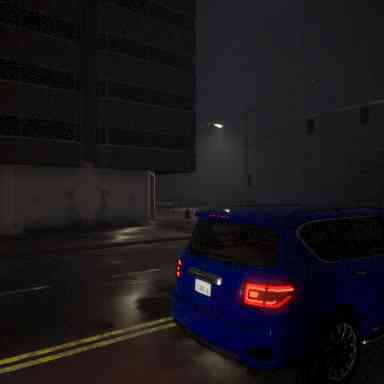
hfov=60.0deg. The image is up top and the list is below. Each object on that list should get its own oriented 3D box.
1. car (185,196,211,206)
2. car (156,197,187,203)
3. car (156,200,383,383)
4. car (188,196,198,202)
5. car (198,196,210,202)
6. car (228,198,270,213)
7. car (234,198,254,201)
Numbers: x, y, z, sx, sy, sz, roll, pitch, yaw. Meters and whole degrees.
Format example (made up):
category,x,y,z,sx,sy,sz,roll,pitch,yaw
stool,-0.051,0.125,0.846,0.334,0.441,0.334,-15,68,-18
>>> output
category,x,y,z,sx,sy,sz,roll,pitch,yaw
car,1.007,1.478,57.819,1.882,1.535,5.008,0,0,-36
car,-3.002,1.601,45.211,1.895,1.301,4.718,0,0,-36
car,2.328,1.221,5.469,5.566,2.045,2.150,0,0,-35
car,-1.720,1.477,49.410,1.882,1.535,5.008,0,0,-36
car,0.165,1.352,53.030,2.097,1.767,4.553,0,0,-36
car,6.449,1.505,38.186,1.837,1.490,4.892,0,0,-36
car,5.519,1.547,33.615,2.033,1.411,5.357,0,0,-31
